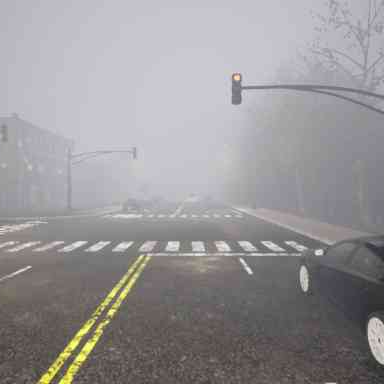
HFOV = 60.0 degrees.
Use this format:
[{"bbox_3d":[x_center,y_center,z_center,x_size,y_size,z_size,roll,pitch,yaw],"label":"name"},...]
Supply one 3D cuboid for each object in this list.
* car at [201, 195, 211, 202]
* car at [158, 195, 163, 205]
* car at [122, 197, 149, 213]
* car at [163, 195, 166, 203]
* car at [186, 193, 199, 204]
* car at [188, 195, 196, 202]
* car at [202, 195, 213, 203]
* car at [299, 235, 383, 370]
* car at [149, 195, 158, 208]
[{"bbox_3d":[3.270,1.494,79.178,2.128,1.511,4.902,0,0,0],"label":"car"},{"bbox_3d":[-6.569,1.458,56.646,1.882,1.535,5.008,0,0,0],"label":"car"},{"bbox_3d":[-6.581,1.481,37.613,2.128,1.511,4.902,0,0,0],"label":"car"},{"bbox_3d":[-6.509,1.328,66.725,2.097,1.767,4.553,0,0,0],"label":"car"},{"bbox_3d":[0.117,1.200,60.926,2.150,2.045,5.566,0,0,0],"label":"car"},{"bbox_3d":[0.021,1.509,79.299,2.033,1.411,5.357,0,0,0],"label":"car"},{"bbox_3d":[3.370,1.480,68.989,1.837,1.490,4.892,0,0,0],"label":"car"},{"bbox_3d":[3.344,1.477,5.663,1.882,1.535,5.008,0,0,1],"label":"car"},{"bbox_3d":[-6.577,1.476,47.071,2.128,1.511,4.902,0,0,0],"label":"car"}]
